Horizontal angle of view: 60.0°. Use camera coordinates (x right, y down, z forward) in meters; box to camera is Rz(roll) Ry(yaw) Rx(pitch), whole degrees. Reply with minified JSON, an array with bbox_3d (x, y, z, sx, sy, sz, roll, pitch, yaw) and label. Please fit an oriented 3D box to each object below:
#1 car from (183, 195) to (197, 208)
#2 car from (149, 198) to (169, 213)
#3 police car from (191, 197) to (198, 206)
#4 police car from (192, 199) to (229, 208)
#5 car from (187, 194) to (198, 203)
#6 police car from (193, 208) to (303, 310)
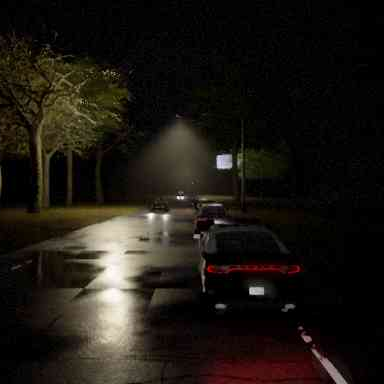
[{"bbox_3d":[0.147,1.368,46.033,2.128,1.511,4.902,0,0,1],"label":"car"},{"bbox_3d":[-3.513,1.434,36.200,1.837,1.490,4.892,0,0,0],"label":"car"},{"bbox_3d":[1.107,1.411,24.044,1.930,1.638,5.238,0,0,0],"label":"police car"},{"bbox_3d":[1.093,1.418,18.045,1.930,1.638,5.238,0,0,0],"label":"police car"},{"bbox_3d":[0.158,1.250,65.584,2.033,1.411,5.357,0,1,0],"label":"car"},{"bbox_3d":[1.069,1.422,8.045,1.930,1.638,5.238,0,0,0],"label":"police car"}]
